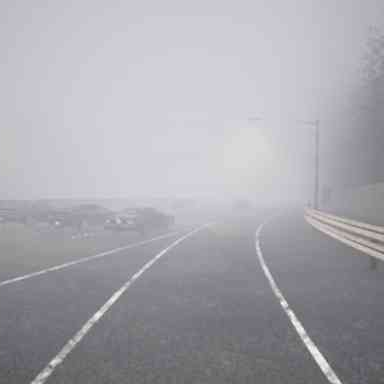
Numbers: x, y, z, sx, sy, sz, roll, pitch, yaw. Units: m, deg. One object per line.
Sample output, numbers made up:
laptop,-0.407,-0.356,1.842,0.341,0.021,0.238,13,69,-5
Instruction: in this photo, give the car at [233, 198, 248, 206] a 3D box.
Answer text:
car,9.128,1.888,62.036,1.994,1.385,4.181,1,0,20

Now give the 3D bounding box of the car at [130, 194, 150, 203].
car,-10.760,1.272,68.757,2.097,1.767,4.553,1,0,20

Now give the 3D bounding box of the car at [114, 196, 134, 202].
car,-14.192,1.441,69.563,1.895,1.301,4.718,1,0,20

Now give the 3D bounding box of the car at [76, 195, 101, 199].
car,-16.027,1.354,53.953,1.895,1.301,4.718,1,0,20

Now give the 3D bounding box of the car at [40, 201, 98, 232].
car,-6.033,1.363,19.134,1.837,1.490,4.892,1,0,19

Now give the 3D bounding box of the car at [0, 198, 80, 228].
car,-9.373,1.276,20.185,2.128,1.511,4.902,1,0,19

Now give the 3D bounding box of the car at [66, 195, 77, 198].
car,-19.447,1.230,54.760,2.033,1.411,5.357,1,0,20

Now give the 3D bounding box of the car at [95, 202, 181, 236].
car,-2.666,1.476,18.103,2.033,1.411,5.357,1,0,19

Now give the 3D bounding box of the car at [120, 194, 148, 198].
car,-9.318,1.244,51.971,2.097,1.767,4.553,1,0,20

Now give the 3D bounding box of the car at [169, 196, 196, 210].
car,-0.966,1.552,44.012,1.837,1.490,4.892,1,0,20

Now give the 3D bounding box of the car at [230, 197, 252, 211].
car,7.136,1.719,45.928,2.128,1.511,4.902,1,0,20

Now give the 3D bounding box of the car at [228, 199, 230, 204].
car,9.149,1.899,72.571,2.033,1.411,5.357,1,0,20
